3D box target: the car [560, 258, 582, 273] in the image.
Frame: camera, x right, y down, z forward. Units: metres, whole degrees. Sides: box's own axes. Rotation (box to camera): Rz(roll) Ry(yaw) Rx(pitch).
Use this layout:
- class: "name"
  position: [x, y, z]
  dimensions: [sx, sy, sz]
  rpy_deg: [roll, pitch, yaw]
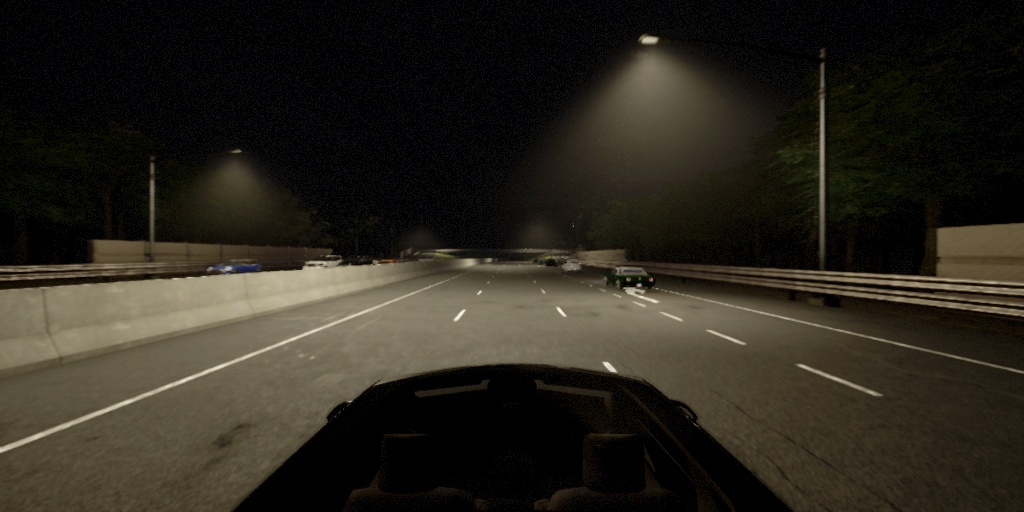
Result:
- class: "car"
  position: [7.001, 1.245, 42.159]
  dimensions: [1.812, 1.442, 4.674]
  rpy_deg: [0, 0, 0]

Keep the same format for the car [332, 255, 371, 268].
- class: "car"
  position: [-17.563, 0.941, 40.439]
  dimensions: [2.150, 2.045, 5.566]
  rpy_deg: [0, 0, 0]

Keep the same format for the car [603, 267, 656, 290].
- class: "car"
  position: [7.001, 1.331, 21.933]
  dimensions: [1.895, 1.301, 4.718]
  rpy_deg: [0, 0, 0]

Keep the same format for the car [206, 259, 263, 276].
- class: "car"
  position: [-24.572, 1.073, 31.952]
  dimensions: [2.097, 1.767, 4.553]
  rpy_deg: [0, 0, 0]

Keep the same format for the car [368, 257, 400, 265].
- class: "car"
  position: [-14.064, 1.197, 40.493]
  dimensions: [1.882, 1.535, 5.008]
  rpy_deg: [0, 0, 0]

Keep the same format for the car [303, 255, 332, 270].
- class: "car"
  position: [-21.060, 0.941, 40.424]
  dimensions: [2.150, 2.045, 5.566]
  rpy_deg: [0, 0, 0]
